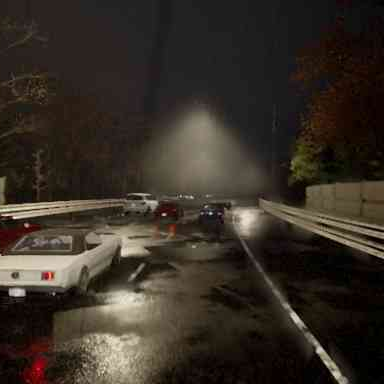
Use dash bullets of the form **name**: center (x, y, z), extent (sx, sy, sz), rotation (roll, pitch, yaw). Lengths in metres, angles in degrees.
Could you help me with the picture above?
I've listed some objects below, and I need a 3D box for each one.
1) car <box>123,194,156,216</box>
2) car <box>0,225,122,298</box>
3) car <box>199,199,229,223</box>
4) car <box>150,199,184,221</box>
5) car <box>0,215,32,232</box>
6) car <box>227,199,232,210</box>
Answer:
- **car**: center (-4.741, 1.170, 31.525), extent (2.150, 2.045, 5.566), rotation (0, 0, 7)
- **car**: center (-3.177, 1.588, 8.445), extent (1.895, 1.301, 4.718), rotation (0, 0, 2)
- **car**: center (1.570, 1.531, 25.450), extent (2.033, 1.411, 5.357), rotation (0, 0, 6)
- **car**: center (-1.796, 1.494, 26.760), extent (1.812, 1.442, 4.674), rotation (0, 0, 6)
- **car**: center (-6.569, 1.454, 10.679), extent (1.882, 1.535, 5.008), rotation (0, 0, 3)
- **car**: center (4.094, 1.578, 42.800), extent (1.895, 1.301, 4.718), rotation (0, 0, 10)
